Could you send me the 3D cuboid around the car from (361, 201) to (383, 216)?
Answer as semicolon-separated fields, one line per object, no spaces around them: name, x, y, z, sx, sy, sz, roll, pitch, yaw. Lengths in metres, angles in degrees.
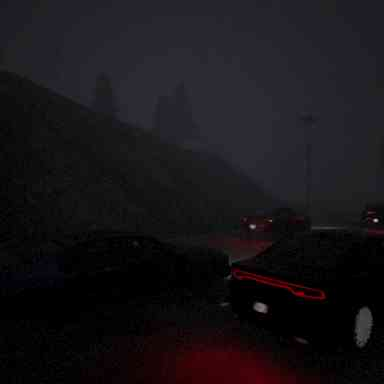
car;12.024;1.364;21.104;1.837;1.490;4.892;0;0;36

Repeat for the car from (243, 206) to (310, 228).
car;4.454;1.437;17.276;1.812;1.442;4.674;0;0;44

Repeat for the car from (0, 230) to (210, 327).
car;-1.632;1.528;7.007;5.357;1.411;2.033;0;0;-37

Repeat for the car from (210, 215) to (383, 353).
car;2.869;1.440;6.197;5.008;1.535;1.882;0;0;-39
